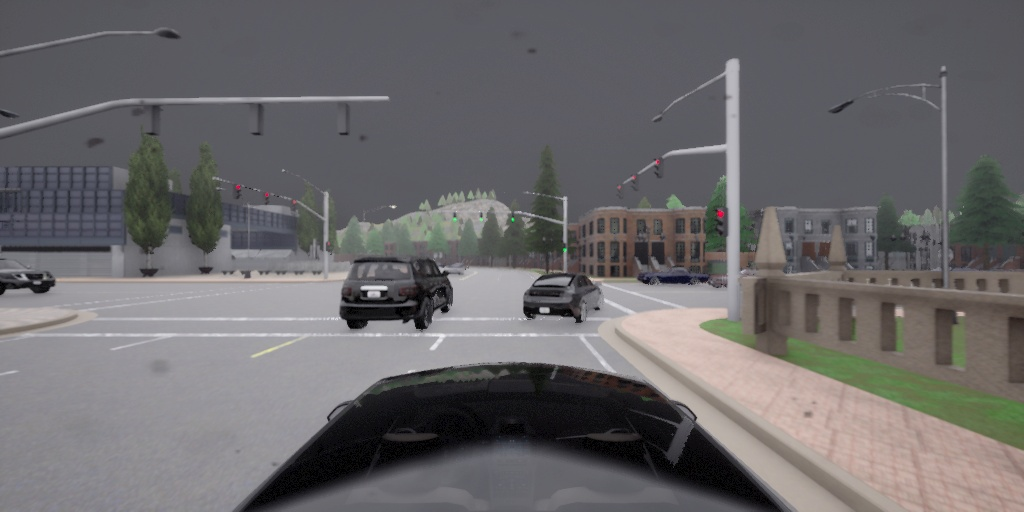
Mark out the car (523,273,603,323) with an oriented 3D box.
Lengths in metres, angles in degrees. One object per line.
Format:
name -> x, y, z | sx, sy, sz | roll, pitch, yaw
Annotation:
car -> 1.952, 1.341, 12.739 | 1.837, 1.490, 4.892 | -1, 0, 24

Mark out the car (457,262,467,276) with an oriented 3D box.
car -> -6.762, 1.658, 41.894 | 1.895, 1.301, 4.718 | 0, 0, -1

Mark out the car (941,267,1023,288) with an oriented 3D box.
car -> 31.361, 1.515, 23.161 | 4.718, 1.301, 1.895 | 0, 0, 0

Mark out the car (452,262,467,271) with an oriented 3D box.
car -> -8.735, 1.756, 59.516 | 1.994, 1.385, 4.181 | 0, -1, -16

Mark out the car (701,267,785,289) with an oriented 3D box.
car -> 15.255, 1.440, 23.224 | 4.674, 1.442, 1.812 | 0, 0, 0

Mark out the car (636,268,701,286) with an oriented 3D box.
car -> 11.837, 1.542, 26.729 | 4.718, 1.301, 1.895 | 0, 0, 0

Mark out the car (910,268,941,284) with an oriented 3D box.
car -> 32.572, 1.488, 26.649 | 5.357, 1.411, 2.033 | 0, 0, 0

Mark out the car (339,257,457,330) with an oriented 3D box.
car -> -3.384, 1.048, 11.533 | 2.150, 2.045, 5.566 | 0, 0, 1

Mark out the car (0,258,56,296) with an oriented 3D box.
car -> -28.583, 1.108, 19.506 | 5.566, 2.045, 2.150 | 0, 0, 0
